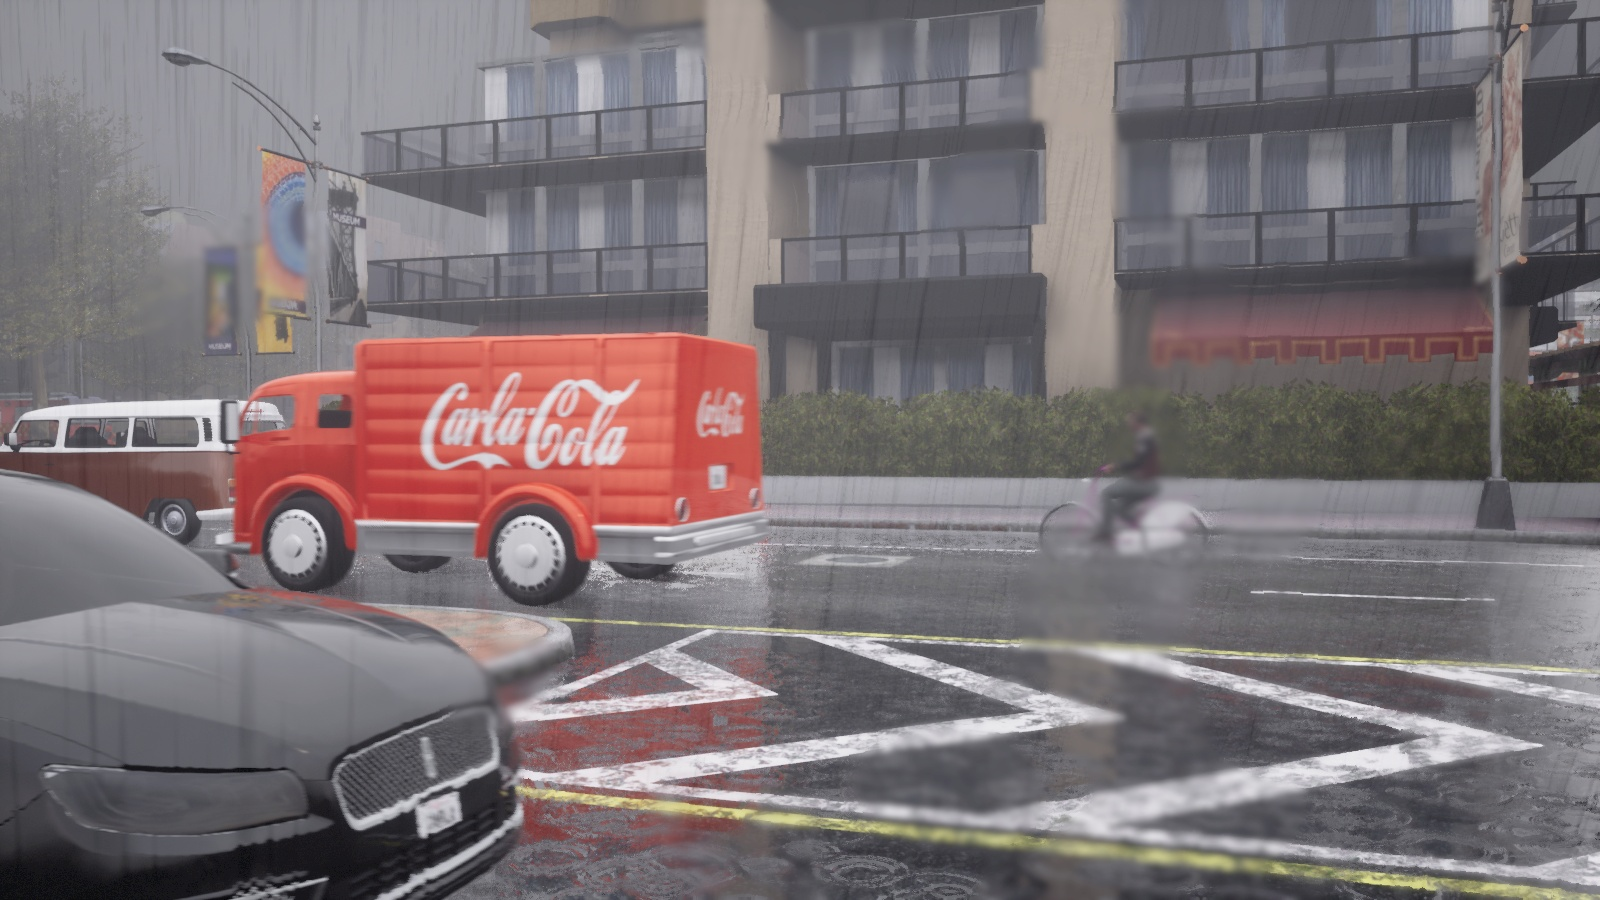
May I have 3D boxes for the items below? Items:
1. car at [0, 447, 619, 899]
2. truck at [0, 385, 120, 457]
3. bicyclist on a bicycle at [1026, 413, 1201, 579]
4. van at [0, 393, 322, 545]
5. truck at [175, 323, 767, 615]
[{"bbox_3d":[-3.244,0.751,4.283,4.892,1.490,1.837,1,1,19],"label":"car"},{"bbox_3d":[-42.204,-1.615,69.672,8.468,3.827,2.891,1,1,19],"label":"truck"},{"bbox_3d":[3.530,0.484,14.135,1.843,1.776,0.659,1,1,19],"label":"bicyclist on a bicycle"},{"bbox_3d":[-9.596,0.218,18.508,4.480,2.038,2.069,1,1,19],"label":"van"},{"bbox_3d":[-3.231,0.124,12.710,5.204,2.467,2.627,0,1,19],"label":"truck"}]
